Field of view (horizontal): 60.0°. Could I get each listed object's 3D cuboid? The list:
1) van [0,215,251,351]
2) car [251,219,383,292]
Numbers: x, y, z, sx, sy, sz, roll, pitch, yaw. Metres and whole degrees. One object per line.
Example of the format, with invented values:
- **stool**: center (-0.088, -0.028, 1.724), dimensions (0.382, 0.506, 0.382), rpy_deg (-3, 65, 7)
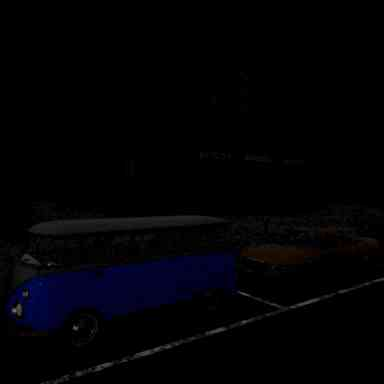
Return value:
- **van**: center (-1.042, 1.341, 5.903), dimensions (3.998, 1.788, 1.690), rpy_deg (0, 0, -35)
- **car**: center (3.253, 1.526, 8.953), dimensions (4.829, 1.417, 1.752), rpy_deg (0, 0, -35)
